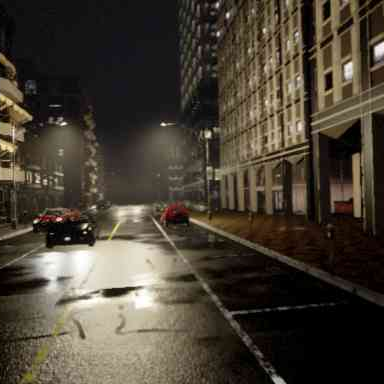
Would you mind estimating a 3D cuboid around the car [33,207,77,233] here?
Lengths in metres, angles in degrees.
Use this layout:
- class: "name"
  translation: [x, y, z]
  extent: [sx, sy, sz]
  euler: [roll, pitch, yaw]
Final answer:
- class: "car"
  translation: [-9.552, 1.864, 23.104]
  extent: [1.967, 1.590, 4.097]
  euler: [-2, 0, -10]

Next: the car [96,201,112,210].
- class: "car"
  translation: [-15.248, 2.367, 56.510]
  extent: [2.008, 1.369, 4.403]
  euler: [-2, 0, -10]

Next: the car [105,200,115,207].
- class: "car"
  translation: [-18.418, 2.620, 74.801]
  extent: [1.802, 1.307, 4.206]
  euler: [-2, 0, -10]

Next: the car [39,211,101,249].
- class: "car"
  translation: [-5.604, 1.829, 16.093]
  extent: [1.994, 1.385, 4.181]
  euler: [-2, 0, -9]

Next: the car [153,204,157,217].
- class: "car"
  translation: [-3.191, 1.877, 35.651]
  extent: [2.008, 1.369, 4.403]
  euler: [-2, 0, -10]

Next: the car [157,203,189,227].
- class: "car"
  translation: [-1.291, 1.742, 24.515]
  extent: [1.887, 1.381, 4.507]
  euler: [-2, 0, -10]

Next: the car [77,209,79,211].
- class: "car"
  translation: [-10.498, 2.070, 28.671]
  extent: [1.802, 1.307, 4.206]
  euler: [-2, 0, -10]

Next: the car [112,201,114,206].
- class: "car"
  translation: [-16.197, 2.434, 62.078]
  extent: [2.008, 1.369, 4.403]
  euler: [-2, 0, -10]
